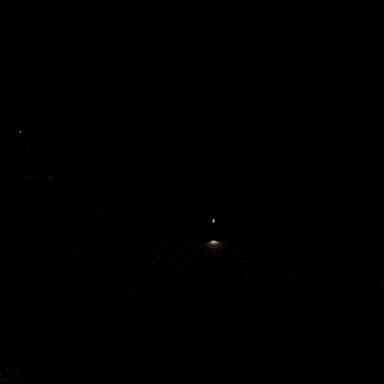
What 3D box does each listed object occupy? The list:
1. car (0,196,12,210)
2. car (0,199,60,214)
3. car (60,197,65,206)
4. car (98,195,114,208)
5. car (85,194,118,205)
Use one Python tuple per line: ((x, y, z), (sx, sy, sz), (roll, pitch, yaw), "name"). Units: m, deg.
((-22.385, 1.231, 35.954), (1.752, 1.417, 4.829), (2, 2, 35), "car")
((-15.240, 1.340, 31.292), (2.008, 1.369, 4.403), (2, 2, 35), "car")
((-16.251, 1.130, 44.569), (2.008, 1.369, 4.403), (2, 2, 35), "car")
((-9.002, 1.243, 40.054), (1.802, 1.307, 4.206), (2, 2, 35), "car")
((-13.235, 1.081, 48.807), (1.947, 1.339, 4.313), (2, 2, 35), "car")
